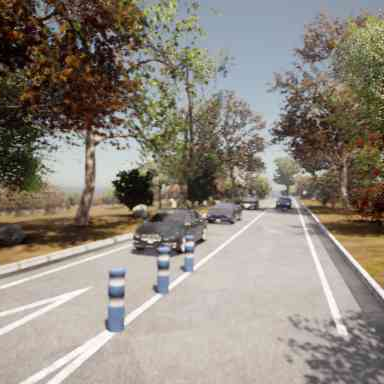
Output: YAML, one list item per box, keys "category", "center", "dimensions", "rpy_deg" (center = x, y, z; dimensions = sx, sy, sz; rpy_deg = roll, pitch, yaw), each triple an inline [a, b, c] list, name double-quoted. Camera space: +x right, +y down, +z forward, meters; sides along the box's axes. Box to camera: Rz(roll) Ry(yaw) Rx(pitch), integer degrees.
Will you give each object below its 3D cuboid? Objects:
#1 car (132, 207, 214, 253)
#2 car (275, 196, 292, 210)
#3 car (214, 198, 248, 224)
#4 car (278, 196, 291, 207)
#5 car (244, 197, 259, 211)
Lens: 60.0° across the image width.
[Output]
- category: "car"
  center: [-0.698, 1.431, 13.546]
  dimensions: [1.837, 1.490, 4.892]
  rpy_deg: [1, 0, 17]
- category: "car"
  center: [11.424, 1.404, 41.539]
  dimensions: [2.033, 1.411, 5.357]
  rpy_deg: [1, 0, 17]
- category: "car"
  center: [2.459, 1.434, 24.094]
  dimensions: [2.033, 1.411, 5.357]
  rpy_deg: [1, 1, 17]
- category: "car"
  center: [14.406, 1.363, 51.524]
  dimensions: [1.882, 1.535, 5.008]
  rpy_deg: [1, 0, 17]
- category: "car"
  center: [6.528, 1.283, 37.638]
  dimensions: [2.128, 1.511, 4.902]
  rpy_deg: [1, 1, 17]
